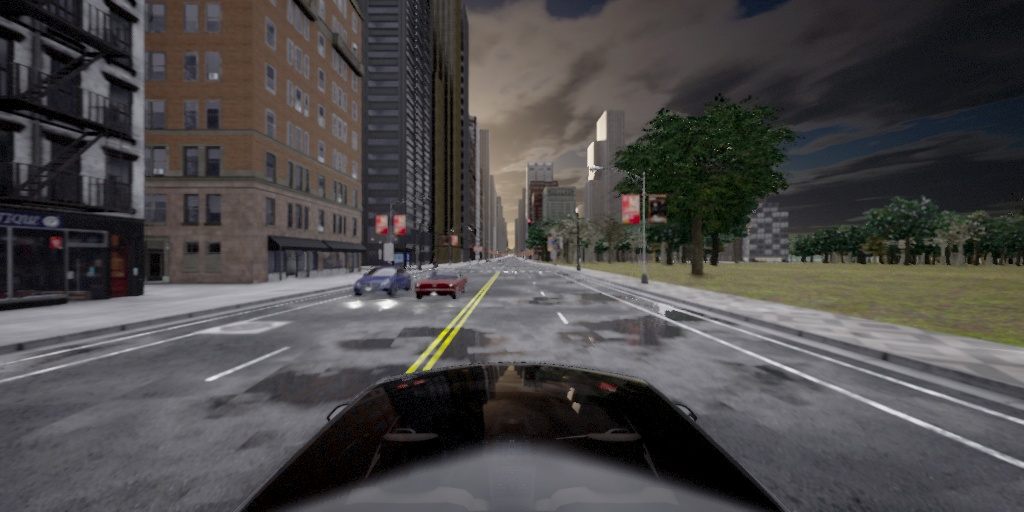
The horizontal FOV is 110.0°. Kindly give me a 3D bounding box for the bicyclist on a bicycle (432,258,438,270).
[{"bbox_3d":[-8.746,1.092,40.555,0.659,1.776,1.843,0,0,0],"label":"bicyclist on a bicycle"}]

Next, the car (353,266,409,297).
[{"bbox_3d":[-6.598,1.262,18.838,1.812,1.442,4.674,0,0,0],"label":"car"}]

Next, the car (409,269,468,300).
[{"bbox_3d":[-3.350,1.338,17.656,1.895,1.301,4.718,0,0,0],"label":"car"}]
